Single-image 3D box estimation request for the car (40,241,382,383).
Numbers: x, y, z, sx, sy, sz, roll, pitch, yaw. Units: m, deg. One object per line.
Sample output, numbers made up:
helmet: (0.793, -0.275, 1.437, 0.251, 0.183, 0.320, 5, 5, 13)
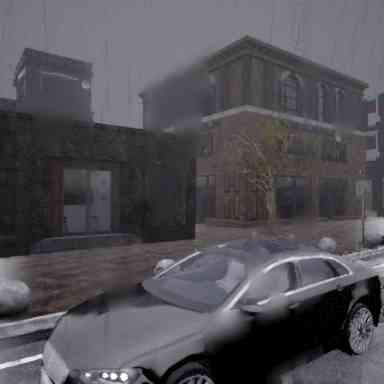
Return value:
car: (0.664, 1.492, 4.470, 4.902, 1.511, 2.128, 0, 0, -36)
